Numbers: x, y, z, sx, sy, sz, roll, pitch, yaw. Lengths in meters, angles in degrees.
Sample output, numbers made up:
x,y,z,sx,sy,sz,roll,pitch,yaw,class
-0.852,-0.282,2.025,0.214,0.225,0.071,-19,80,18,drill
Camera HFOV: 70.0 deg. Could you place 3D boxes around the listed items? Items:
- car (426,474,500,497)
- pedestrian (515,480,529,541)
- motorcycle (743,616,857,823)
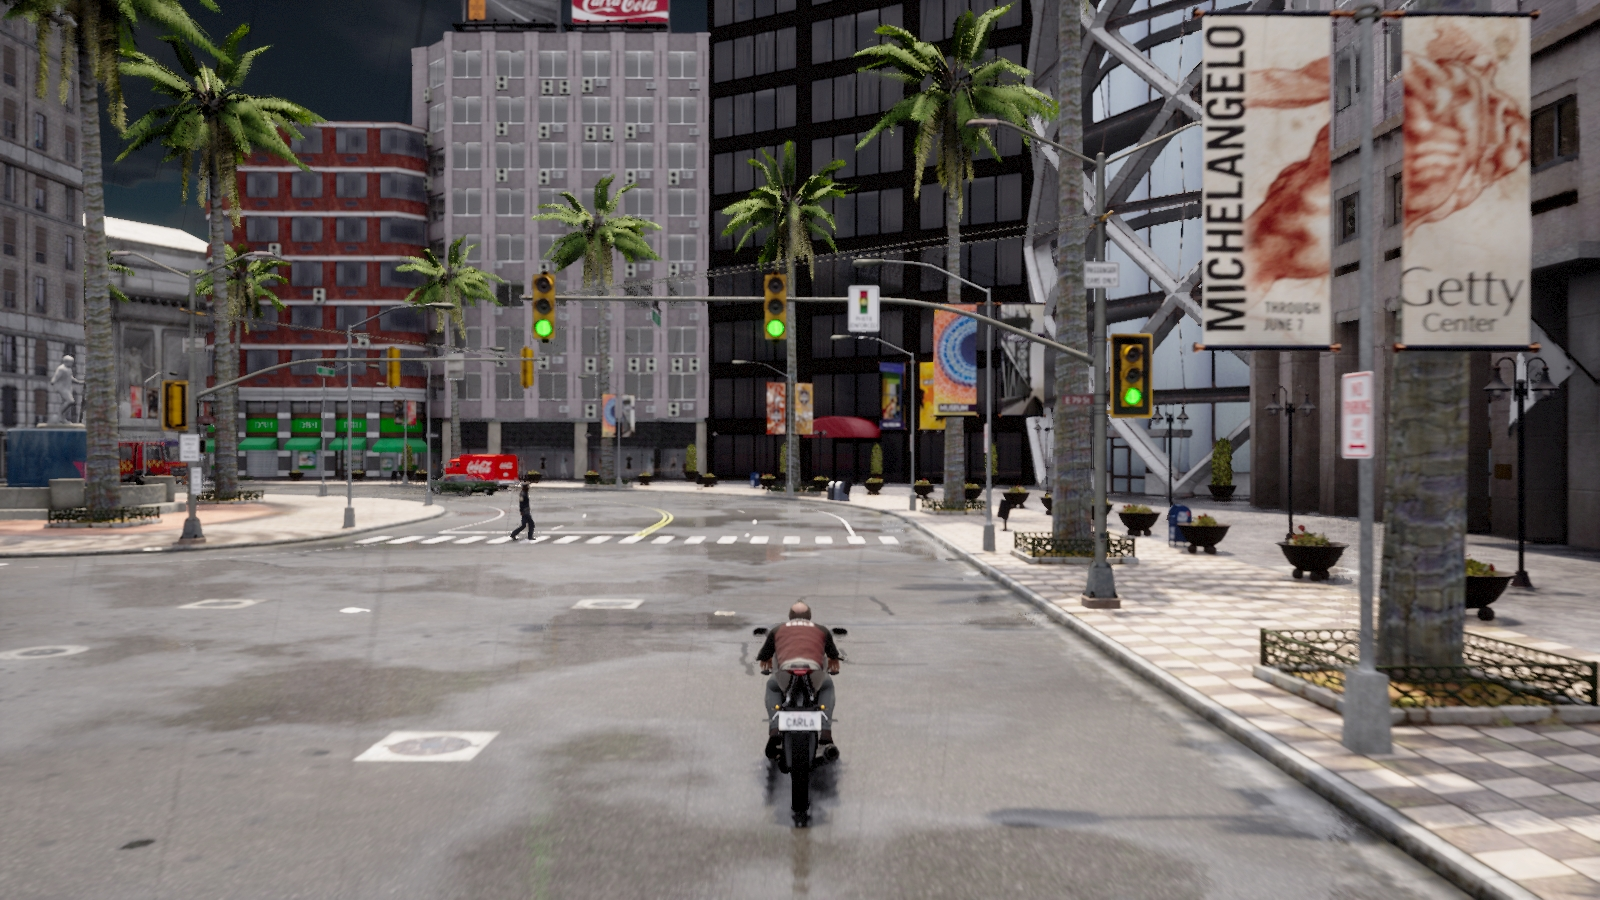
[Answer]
x,y,z,sx,sy,sz,roll,pitch,yaw,class
-20.620,2.152,69.889,4.718,1.301,1.895,0,0,36,car
-8.509,1.847,34.949,0.375,1.860,0.375,0,0,-4,pedestrian
0.001,2.204,9.783,0.867,1.251,2.209,0,0,0,motorcycle
